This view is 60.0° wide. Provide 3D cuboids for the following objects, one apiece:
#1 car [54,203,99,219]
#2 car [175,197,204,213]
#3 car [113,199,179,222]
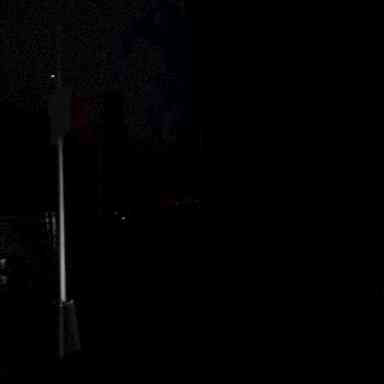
[{"bbox_3d":[-10.626,1.692,30.986,1.994,1.385,4.181,-2,-1,35],"label":"car"},{"bbox_3d":[-0.676,1.296,33.542,2.128,1.511,4.902,-2,0,35],"label":"car"},{"bbox_3d":[-3.330,1.421,24.063,1.895,1.301,4.718,-2,-1,35],"label":"car"}]
